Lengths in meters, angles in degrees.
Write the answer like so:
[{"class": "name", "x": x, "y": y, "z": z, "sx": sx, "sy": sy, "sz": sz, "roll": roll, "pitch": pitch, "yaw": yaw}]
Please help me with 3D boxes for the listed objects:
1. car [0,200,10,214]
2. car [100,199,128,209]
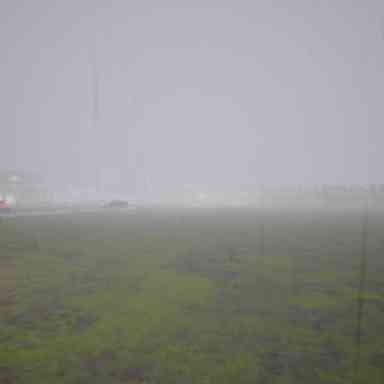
[{"class": "car", "x": -23.722, "y": 1.737, "z": 38.415, "sx": 2.097, "sy": 1.767, "sz": 4.553, "roll": 0, "pitch": 0, "yaw": 36}, {"class": "car", "x": -12.531, "y": 1.954, "z": 53.847, "sx": 2.128, "sy": 1.511, "sz": 4.902, "roll": 0, "pitch": 0, "yaw": 36}]
